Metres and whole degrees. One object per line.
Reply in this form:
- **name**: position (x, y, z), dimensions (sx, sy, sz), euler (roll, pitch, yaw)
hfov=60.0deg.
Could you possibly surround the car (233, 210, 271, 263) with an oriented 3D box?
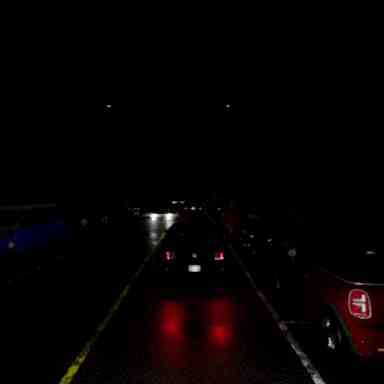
- **car**: position (2.768, 1.540, 11.601), dimensions (1.947, 1.339, 4.313), euler (0, 0, 0)

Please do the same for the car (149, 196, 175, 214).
- **car**: position (-3.071, 1.429, 34.886), dimensions (1.837, 1.490, 4.892), euler (0, 0, 0)

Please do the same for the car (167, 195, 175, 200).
- **car**: position (-5.695, 1.410, 90.512), dimensions (1.802, 1.307, 4.206), euler (0, 0, 0)

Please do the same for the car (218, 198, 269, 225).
- **car**: position (2.772, 1.277, 17.238), dimensions (2.192, 1.841, 5.009), euler (0, 0, 0)

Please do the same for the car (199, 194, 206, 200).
- **car**: position (2.829, 1.268, 90.510), dimensions (1.967, 1.590, 4.097), euler (0, 0, 0)

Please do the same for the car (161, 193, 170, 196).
- **car**: position (-5.718, 1.313, 62.328), dimensions (1.967, 1.590, 4.097), euler (0, 0, 0)

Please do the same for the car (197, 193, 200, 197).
- **car**: position (2.821, 1.426, 79.237), dimensions (1.802, 1.307, 4.206), euler (0, 0, 0)

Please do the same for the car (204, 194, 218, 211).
- **car**: position (2.790, 1.354, 39.782), dimensions (1.967, 1.590, 4.097), euler (0, 0, 0)

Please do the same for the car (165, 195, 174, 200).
- **car**: position (-5.700, 1.387, 84.875), dimensions (2.008, 1.369, 4.403), euler (0, 0, 0)

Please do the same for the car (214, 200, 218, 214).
- **car**: position (2.777, 1.495, 22.874), dimensions (1.887, 1.381, 4.507), euler (0, 0, 0)

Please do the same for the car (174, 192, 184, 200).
- **car**: position (-2.941, 0.955, 76.056), dimensions (2.150, 2.045, 5.566), euler (0, 0, 0)

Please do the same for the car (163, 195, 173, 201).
- **car**: position (-5.704, 1.410, 79.238), dimensions (1.947, 1.339, 4.313), euler (0, 0, 0)

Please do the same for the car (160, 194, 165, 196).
- **car**: position (-5.726, 1.443, 51.055), dimensions (2.008, 1.369, 4.403), euler (0, 0, 0)

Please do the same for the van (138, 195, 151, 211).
- **van**: position (-5.736, 1.255, 39.782), dimensions (1.690, 1.788, 3.998), euler (0, 0, 0)

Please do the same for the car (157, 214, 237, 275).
- **car**: position (0.082, 1.578, 10.365), dimensions (1.895, 1.301, 4.718), euler (0, 0, 0)

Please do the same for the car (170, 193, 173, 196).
- **car**: position (-5.714, 1.178, 67.965), dimensions (2.192, 1.841, 5.009), euler (0, 0, 0)

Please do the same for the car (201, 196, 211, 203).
- **car**: position (2.812, 1.445, 67.964), dimensions (1.802, 1.307, 4.206), euler (0, 0, 0)

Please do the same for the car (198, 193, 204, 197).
- **car**: position (2.398, 1.386, 56.663), dimensions (1.837, 1.490, 4.892), euler (0, 0, 0)

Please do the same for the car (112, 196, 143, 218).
- **car**: position (-5.744, 1.378, 28.509), dimensions (1.967, 1.590, 4.097), euler (0, 0, 0)

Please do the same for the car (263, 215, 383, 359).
- **car**: position (2.764, 1.427, 5.964), dimensions (1.967, 1.590, 4.097), euler (0, 0, 0)

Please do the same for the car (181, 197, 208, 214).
- **car**: position (0.119, 1.479, 31.301), dimensions (2.033, 1.411, 5.357), euler (0, 0, 0)

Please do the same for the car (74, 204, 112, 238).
- **car**: position (-5.753, 1.403, 17.235), dimensions (1.967, 1.590, 4.097), euler (0, 0, 0)

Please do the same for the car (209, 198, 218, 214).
- **car**: position (2.782, 1.504, 28.511), dimensions (1.947, 1.339, 4.313), euler (0, 0, 0)

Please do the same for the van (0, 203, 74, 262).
- **van**: position (-5.757, 1.316, 11.598), dimensions (1.690, 1.788, 3.998), euler (0, 0, 0)
